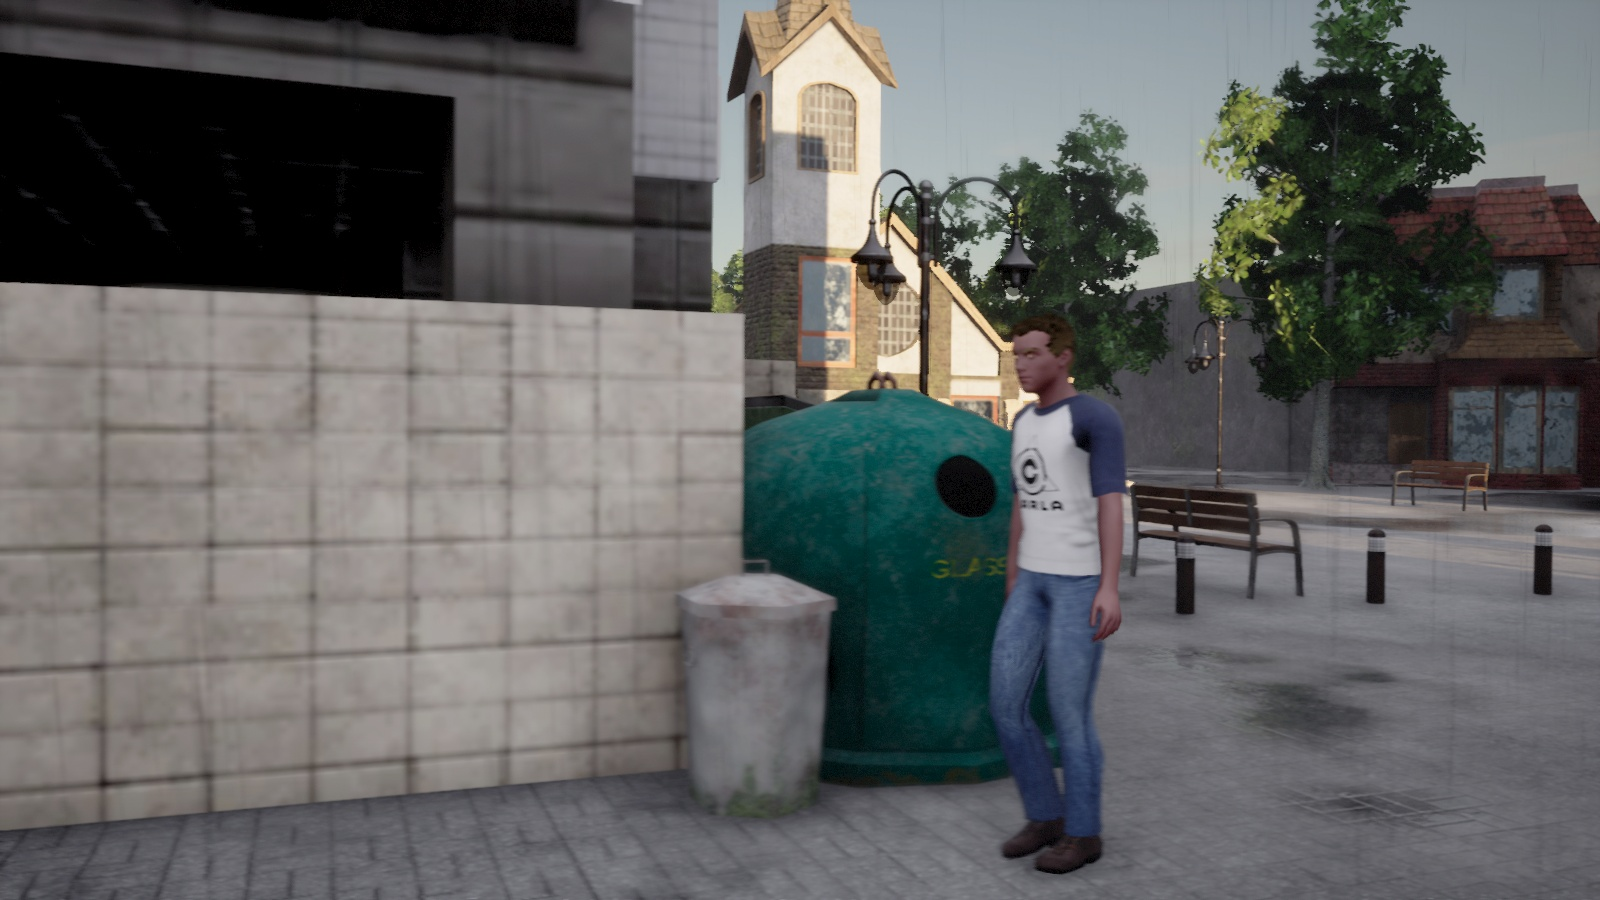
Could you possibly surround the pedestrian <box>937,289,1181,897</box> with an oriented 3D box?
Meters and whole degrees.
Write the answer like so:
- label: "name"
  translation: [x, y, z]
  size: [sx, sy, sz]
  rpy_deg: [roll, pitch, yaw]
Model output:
- label: "pedestrian"
  translation: [0.851, 0.426, 4.108]
  size: [0.706, 1.836, 0.354]
  rpy_deg: [-1, 1, -29]
